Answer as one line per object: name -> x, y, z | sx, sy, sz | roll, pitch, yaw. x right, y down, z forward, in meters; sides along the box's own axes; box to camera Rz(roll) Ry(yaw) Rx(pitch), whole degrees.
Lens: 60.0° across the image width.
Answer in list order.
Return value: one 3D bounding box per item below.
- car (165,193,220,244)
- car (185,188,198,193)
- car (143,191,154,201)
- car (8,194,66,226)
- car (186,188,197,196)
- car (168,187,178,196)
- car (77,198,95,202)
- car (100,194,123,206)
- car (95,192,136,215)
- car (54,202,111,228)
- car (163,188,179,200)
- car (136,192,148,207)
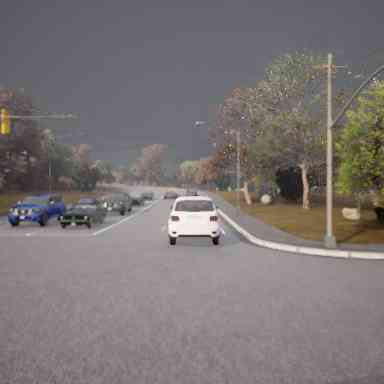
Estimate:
car -> 0.100, 1.238, 15.998 | 2.150, 2.045, 5.566 | 0, 0, 0
car -> -0.001, 0.386, 53.743 | 2.128, 1.511, 4.902 | 0, 3, 0
car -> -7.000, 0.519, 52.156 | 2.033, 1.411, 5.357 | 0, 3, 0
car -> -10.608, 1.192, 23.371 | 2.150, 2.045, 5.566 | 0, 1, -2
car -> -0.106, -0.024, 63.788 | 1.994, 1.385, 4.181 | 0, 3, -3
car -> -3.596, -0.108, 63.636 | 1.882, 1.535, 5.008 | 0, 3, -3
car -> -10.578, 1.304, 33.679 | 2.033, 1.411, 5.357 | 0, 2, 1
car -> -10.510, 0.968, 43.957 | 1.895, 1.301, 4.718 | 0, 3, 0
car -> -7.090, 1.035, 31.541 | 2.150, 2.045, 5.566 | 0, 1, 0
car -> -7.086, 1.586, 22.028 | 1.895, 1.301, 4.718 | 0, 1, -1
car -> -3.501, 0.466, 53.591 | 1.994, 1.385, 4.181 | 0, 3, 0
car -> -7.040, 1.077, 41.473 | 1.895, 1.301, 4.718 | 0, 2, 1
